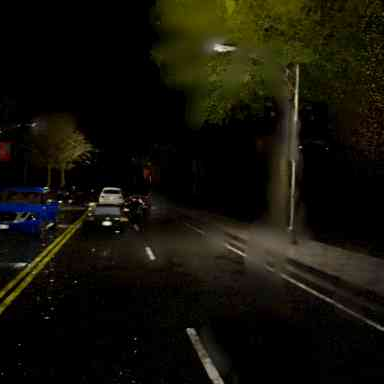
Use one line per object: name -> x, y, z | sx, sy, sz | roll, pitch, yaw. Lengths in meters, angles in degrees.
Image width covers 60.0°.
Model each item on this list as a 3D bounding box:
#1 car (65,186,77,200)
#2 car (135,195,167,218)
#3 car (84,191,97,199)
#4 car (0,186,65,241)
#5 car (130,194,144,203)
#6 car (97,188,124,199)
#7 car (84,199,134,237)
car -> -18.862, 0.065, 50.445 | 2.150, 2.045, 5.566 | 2, 0, -13
car -> -3.154, 1.206, 26.440 | 1.994, 1.385, 4.181 | 2, 1, -12
car -> -16.329, 0.477, 53.882 | 1.994, 1.385, 4.181 | 2, 1, -13
car -> -7.187, 0.812, 14.328 | 2.150, 2.045, 5.566 | 2, 1, -13
car -> -6.720, 0.927, 41.801 | 2.033, 1.411, 5.357 | 2, 1, -13
car -> -8.152, 0.611, 33.763 | 2.150, 2.045, 5.566 | 2, 0, -13
car -> -4.042, 1.261, 15.981 | 1.994, 1.385, 4.181 | 2, 1, -13
